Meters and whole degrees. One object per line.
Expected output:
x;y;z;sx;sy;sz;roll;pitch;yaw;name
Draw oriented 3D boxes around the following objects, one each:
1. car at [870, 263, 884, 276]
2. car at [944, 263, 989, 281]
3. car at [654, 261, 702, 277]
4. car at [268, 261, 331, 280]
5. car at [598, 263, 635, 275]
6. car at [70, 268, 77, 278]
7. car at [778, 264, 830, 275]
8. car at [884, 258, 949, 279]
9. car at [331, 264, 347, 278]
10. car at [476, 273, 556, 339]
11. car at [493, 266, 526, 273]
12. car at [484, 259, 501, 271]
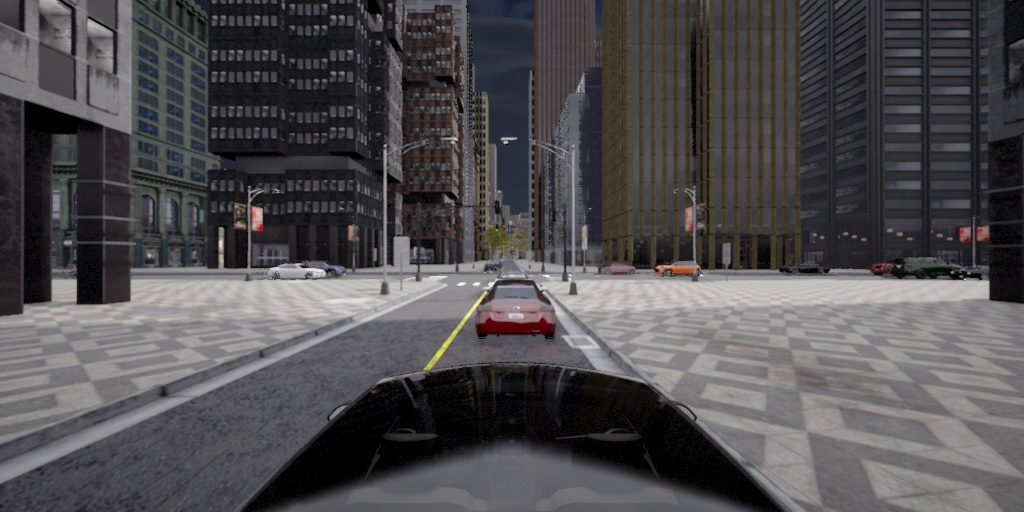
41.992;1.192;38.482;5.566;2.045;2.150;0;0;1;car
42.208;1.552;31.879;4.718;1.301;1.895;0;0;1;car
17.733;1.286;38.588;4.553;1.767;2.097;0;0;0;car
-19.137;1.407;31.973;4.674;1.442;1.812;0;0;0;car
12.178;1.499;41.852;4.181;1.385;1.994;0;0;0;car
-40.520;1.452;35.298;4.181;1.385;1.994;0;0;0;car
33.963;1.567;41.790;4.718;1.301;1.895;0;0;0;car
40.606;1.179;35.145;5.566;2.045;2.150;0;0;0;car
-18.692;1.242;35.222;4.553;1.767;2.097;0;0;0;car
0.087;1.353;10.256;1.994;1.385;4.181;0;0;0;car
0.029;1.433;19.821;1.895;1.301;4.718;0;0;-1;car
-3.166;1.533;53.700;2.033;1.411;5.357;0;0;0;car
